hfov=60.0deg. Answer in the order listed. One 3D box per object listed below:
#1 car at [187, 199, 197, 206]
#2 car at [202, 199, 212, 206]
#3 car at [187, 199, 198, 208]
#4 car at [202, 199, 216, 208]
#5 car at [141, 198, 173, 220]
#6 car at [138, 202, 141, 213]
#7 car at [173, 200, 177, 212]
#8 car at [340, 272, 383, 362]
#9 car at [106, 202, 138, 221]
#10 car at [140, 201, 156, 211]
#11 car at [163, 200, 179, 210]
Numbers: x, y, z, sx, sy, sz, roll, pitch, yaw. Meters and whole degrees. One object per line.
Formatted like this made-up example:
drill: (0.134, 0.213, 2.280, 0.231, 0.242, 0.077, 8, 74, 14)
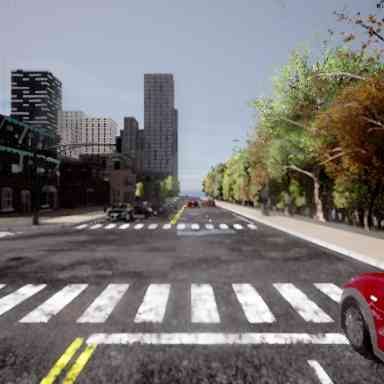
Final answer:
car: (0.034, 2.313, 72.603, 1.994, 1.385, 4.181, 0, -1, 0)
car: (3.283, 2.310, 72.280, 1.994, 1.385, 4.181, 0, -1, 0)
car: (0.126, 2.012, 62.809, 2.097, 1.767, 4.553, 0, -1, 0)
car: (3.377, 2.130, 62.138, 1.882, 1.535, 5.008, 0, -1, 0)
car: (-3.350, 1.567, 32.599, 2.150, 2.045, 5.566, 0, -1, -1)
car: (-6.580, 1.904, 40.378, 1.882, 1.535, 5.008, 0, -1, 0)
car: (-3.330, 1.955, 42.626, 1.837, 1.490, 4.892, 0, -1, 0)
car: (3.351, 1.389, 3.367, 2.097, 1.767, 4.553, 0, -1, 0)
car: (-6.590, 1.834, 31.002, 1.837, 1.490, 4.892, 0, -1, 0)
car: (-6.578, 2.095, 50.375, 1.994, 1.385, 4.181, 0, -1, -1)
car: (-3.314, 2.049, 52.936, 2.128, 1.511, 4.902, 0, -1, 0)
